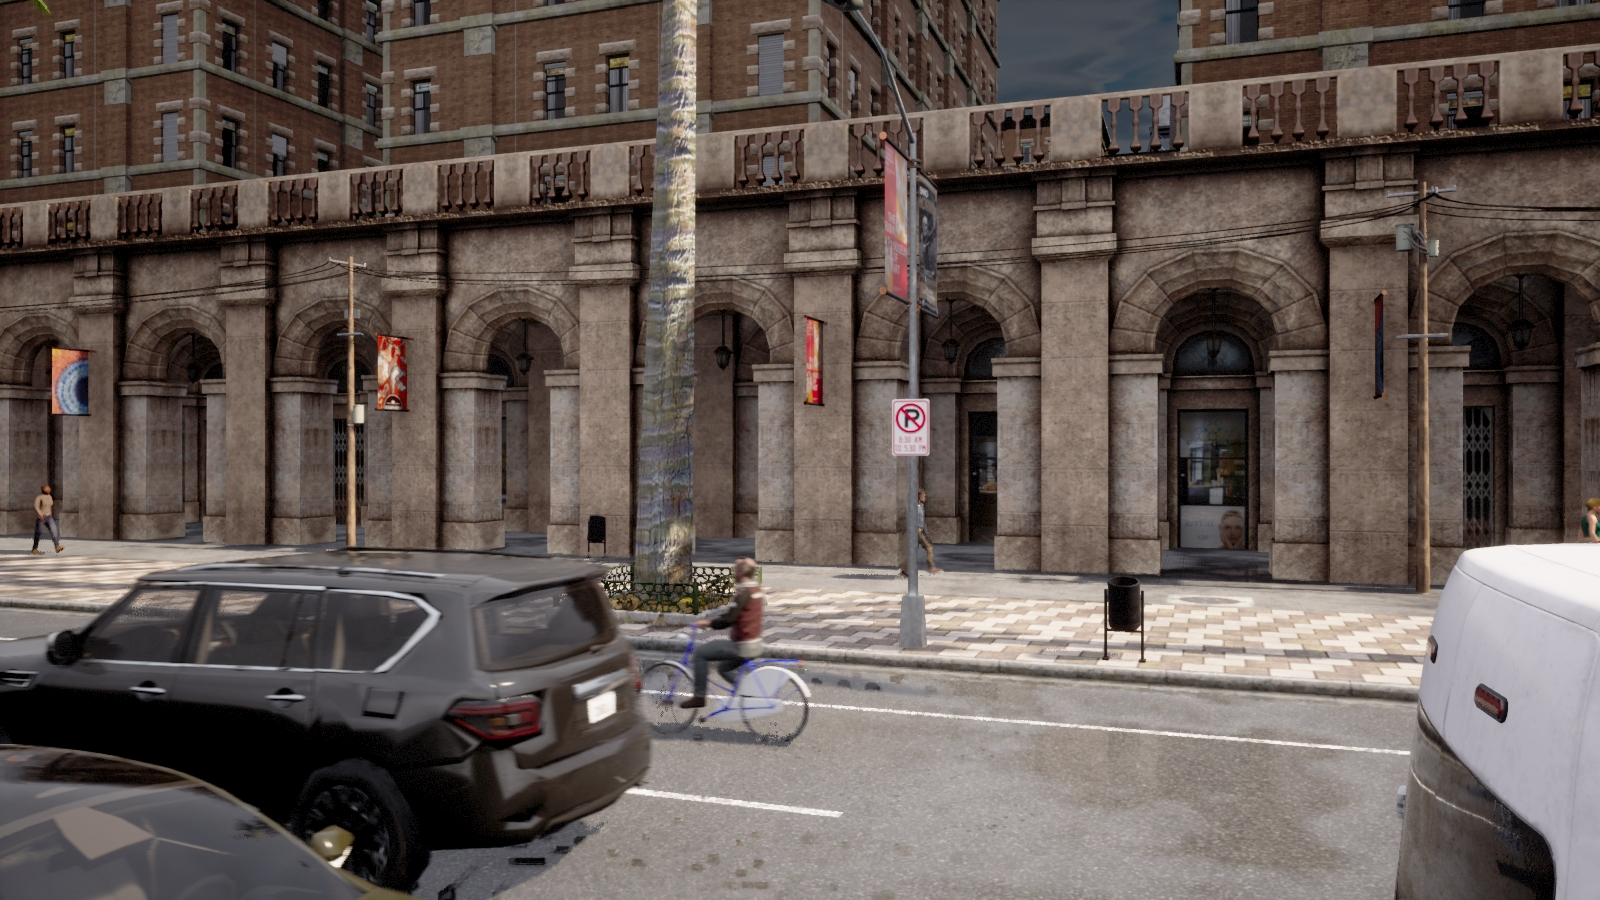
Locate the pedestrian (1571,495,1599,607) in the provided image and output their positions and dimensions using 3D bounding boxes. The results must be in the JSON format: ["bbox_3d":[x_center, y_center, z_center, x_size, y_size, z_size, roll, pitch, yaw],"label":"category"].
[{"bbox_3d":[13.328,1.698,19.337,0.375,1.860,0.375,0,0,20],"label":"pedestrian"}]

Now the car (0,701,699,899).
[{"bbox_3d":[-3.091,2.061,4.429,4.892,1.480,2.231,0,0,20],"label":"car"}]

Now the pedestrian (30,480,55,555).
[{"bbox_3d":[-19.090,1.696,28.798,0.375,1.860,0.375,0,0,20],"label":"pedestrian"}]

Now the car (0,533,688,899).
[{"bbox_3d":[-3.816,1.780,8.426,5.566,2.045,2.150,0,0,20],"label":"car"}]

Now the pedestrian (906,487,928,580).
[{"bbox_3d":[2.389,1.696,23.322,0.375,1.860,0.375,0,0,20],"label":"pedestrian"}]

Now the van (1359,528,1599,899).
[{"bbox_3d":[4.249,1.534,1.754,5.915,2.561,1.988,0,0,20],"label":"van"}]
